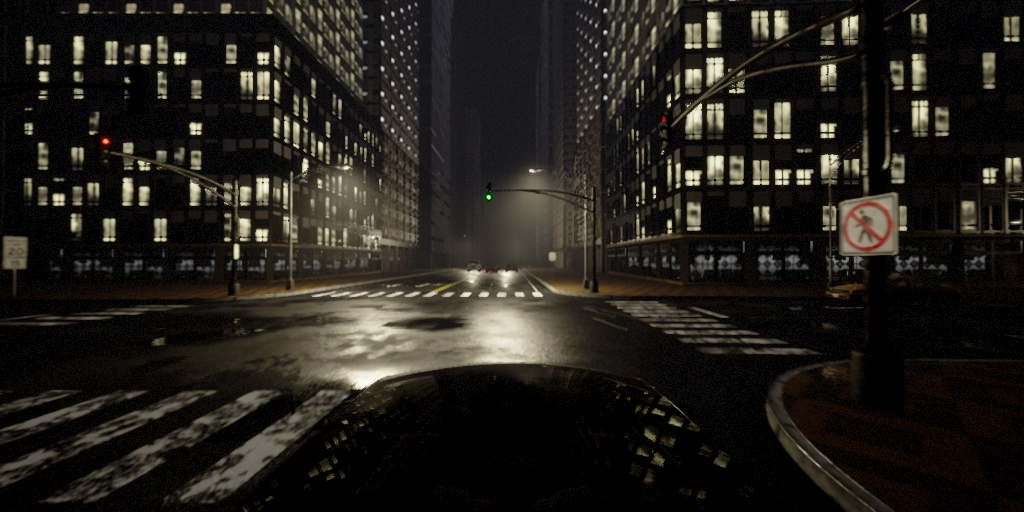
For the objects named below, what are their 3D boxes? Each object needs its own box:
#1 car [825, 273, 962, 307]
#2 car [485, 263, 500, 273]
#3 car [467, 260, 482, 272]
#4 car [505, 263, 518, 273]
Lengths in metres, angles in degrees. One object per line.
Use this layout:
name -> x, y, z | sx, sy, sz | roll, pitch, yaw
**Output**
car -> 17.073, 1.457, 16.193 | 4.829, 1.417, 1.751 | 0, 0, 2
car -> -3.305, 2.105, 58.790 | 1.895, 1.301, 4.718 | 0, -1, 0
car -> -6.559, 1.787, 62.901 | 2.150, 2.045, 5.566 | 0, -1, 0
car -> -0.055, 1.861, 59.153 | 2.097, 1.767, 4.553 | 0, -1, 0
